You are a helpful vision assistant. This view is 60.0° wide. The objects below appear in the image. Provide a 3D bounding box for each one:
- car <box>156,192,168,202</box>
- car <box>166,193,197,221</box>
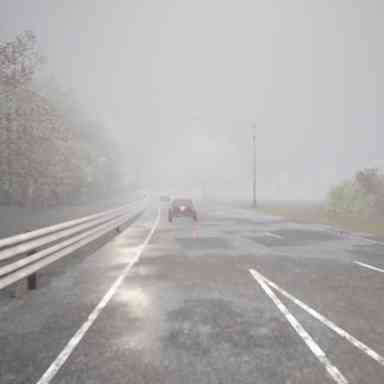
[{"bbox_3d":[-5.103,1.082,61.884,1.882,1.535,5.008,0,0,-9],"label":"car"},{"bbox_3d":[-0.816,1.216,26.036,2.097,1.767,4.553,0,0,-4],"label":"car"}]
